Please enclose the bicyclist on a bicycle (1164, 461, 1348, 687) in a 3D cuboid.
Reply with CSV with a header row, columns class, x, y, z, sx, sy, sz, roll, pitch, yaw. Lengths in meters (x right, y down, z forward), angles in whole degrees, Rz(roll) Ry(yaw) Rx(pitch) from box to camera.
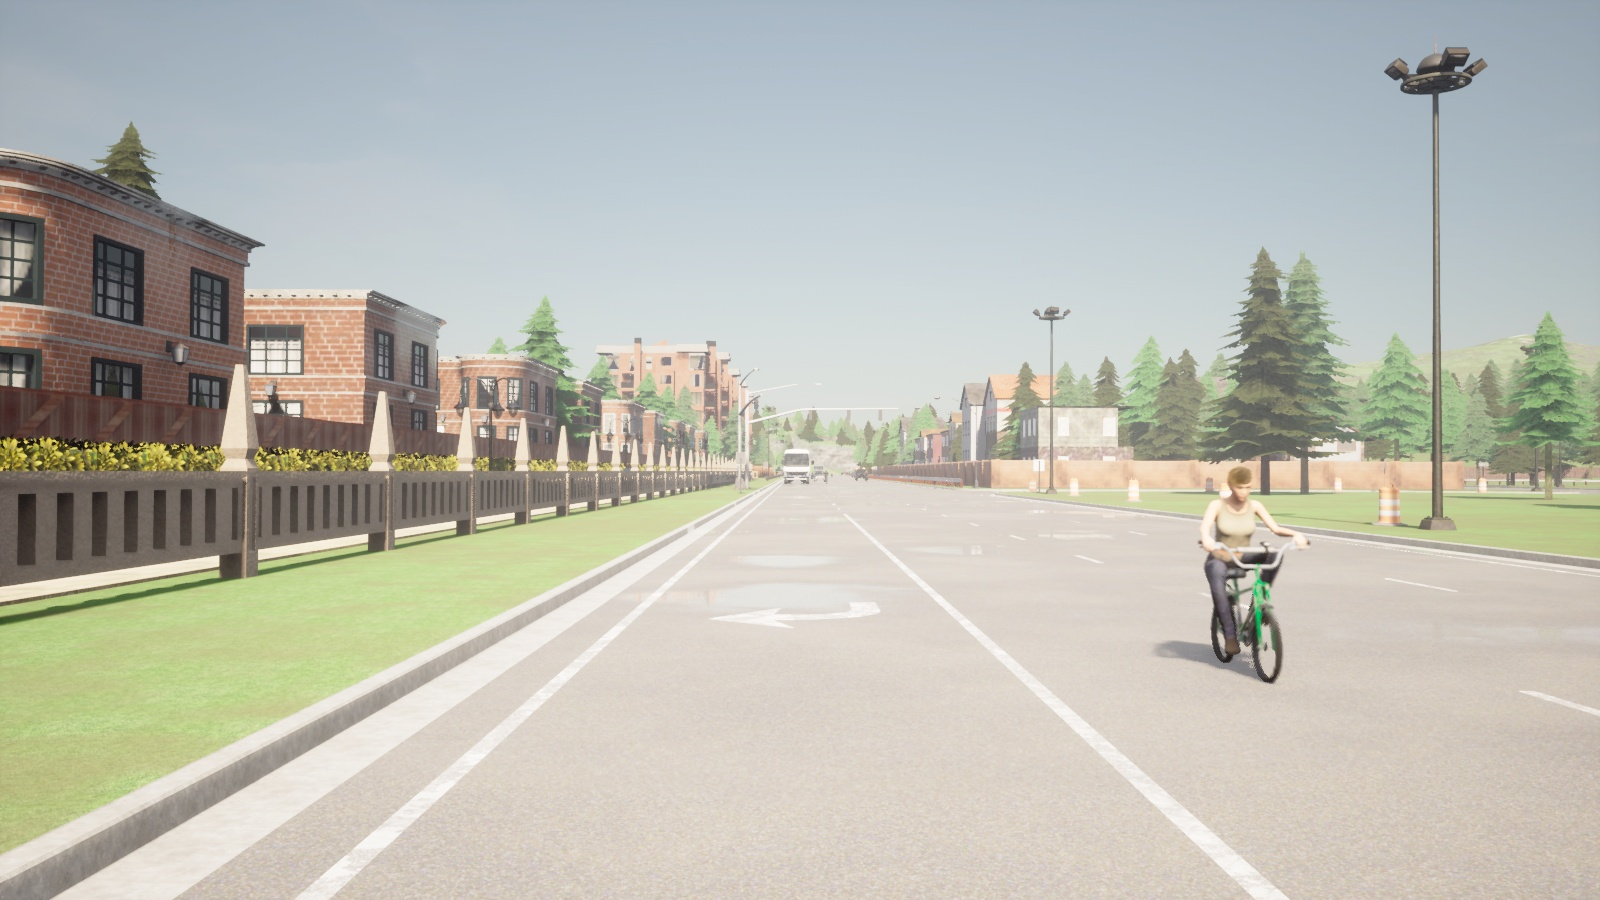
class,x,y,z,sx,sy,sz,roll,pitch,yaw
bicyclist on a bicycle,3.481,0.900,9.737,0.866,1.612,1.509,0,-1,0
